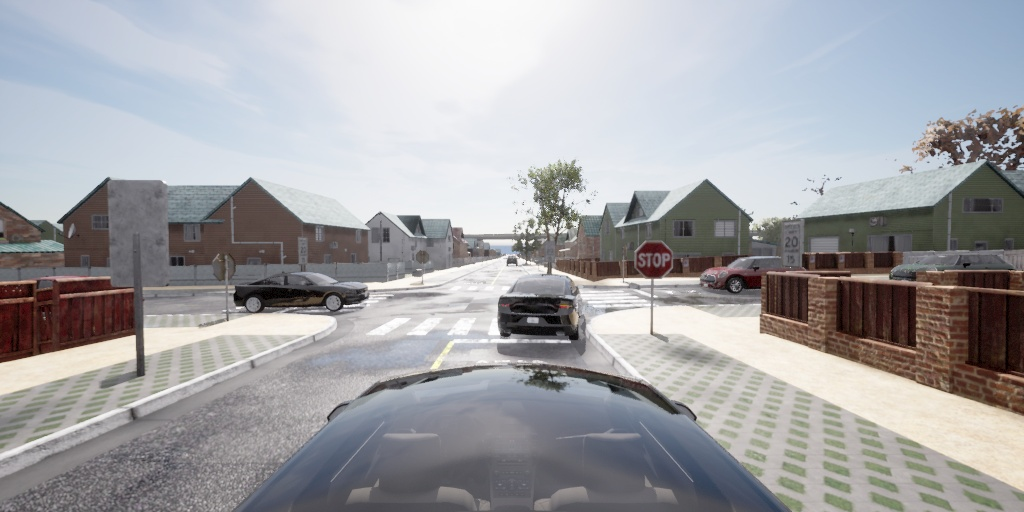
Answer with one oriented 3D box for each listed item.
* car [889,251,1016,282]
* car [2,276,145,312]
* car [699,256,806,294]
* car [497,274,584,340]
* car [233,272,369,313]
[{"bbox_3d":[21.705,0.651,17.780,4.553,1.767,2.097,-1,2,0],"label":"car"},{"bbox_3d":[-18.018,1.551,14.570,5.008,1.535,1.882,-1,2,0],"label":"car"},{"bbox_3d":[11.810,0.825,17.710,4.553,1.767,2.097,-1,2,0],"label":"car"},{"bbox_3d":[0.960,1.227,10.102,1.882,1.535,5.008,0,0,12],"label":"car"},{"bbox_3d":[-8.466,1.381,14.631,5.008,1.535,1.882,-1,2,0],"label":"car"}]
